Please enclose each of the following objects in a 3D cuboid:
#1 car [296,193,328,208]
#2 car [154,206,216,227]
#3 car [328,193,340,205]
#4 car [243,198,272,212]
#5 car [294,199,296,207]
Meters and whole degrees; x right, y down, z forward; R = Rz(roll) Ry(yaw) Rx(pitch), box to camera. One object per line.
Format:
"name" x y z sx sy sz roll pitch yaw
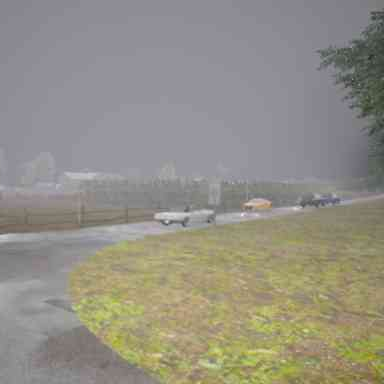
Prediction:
"car" 17.128 1.180 47.202 2.150 2.045 5.566 -1 -1 35
"car" -0.304 1.561 22.366 1.895 1.301 4.718 -1 -1 35
"car" 23.217 1.167 55.986 2.150 2.045 5.566 -1 -1 35
"car" 7.599 1.500 38.622 1.882 1.535 5.008 -1 -1 35
"car" 17.608 1.512 52.757 2.128 1.511 4.902 -1 -1 35
